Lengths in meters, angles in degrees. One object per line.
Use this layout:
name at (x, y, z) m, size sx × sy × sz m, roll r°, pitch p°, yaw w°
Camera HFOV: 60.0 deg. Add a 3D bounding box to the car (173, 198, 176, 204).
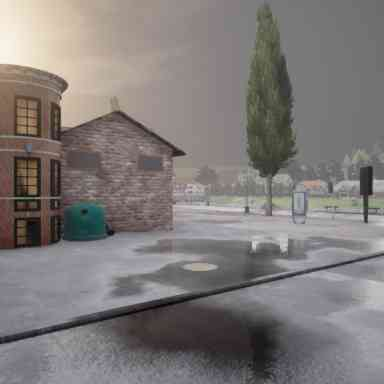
car at (-4.632, 1.526, 60.368) m, size 1.812 × 1.442 × 4.674 m, roll 0°, pitch 0°, yaw -35°
